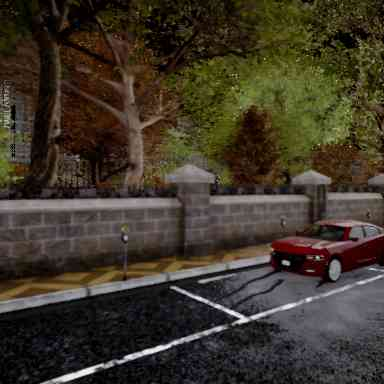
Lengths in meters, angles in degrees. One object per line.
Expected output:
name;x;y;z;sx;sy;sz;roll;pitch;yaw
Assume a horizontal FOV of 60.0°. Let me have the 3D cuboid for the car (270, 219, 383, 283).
car;4.154;1.497;9.565;4.507;1.381;1.887;0;1;-36
